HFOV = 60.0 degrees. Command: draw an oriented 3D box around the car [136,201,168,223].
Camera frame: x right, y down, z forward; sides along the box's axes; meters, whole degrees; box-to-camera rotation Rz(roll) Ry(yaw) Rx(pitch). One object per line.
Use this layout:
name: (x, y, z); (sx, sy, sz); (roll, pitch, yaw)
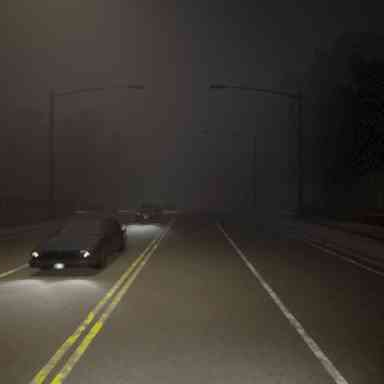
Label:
car: (-3.462, 1.640, 27.375); (2.128, 1.511, 4.902); (0, 0, 0)

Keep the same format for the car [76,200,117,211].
car: (-12.518, 1.783, 43.119); (5.357, 1.411, 2.033); (0, 0, -2)

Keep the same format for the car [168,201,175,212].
car: (-3.376, 1.965, 46.099); (2.033, 1.411, 5.357); (0, -1, 0)

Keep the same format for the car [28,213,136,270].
car: (-3.535, 1.611, 11.549); (2.033, 1.411, 5.357); (0, 0, 0)
